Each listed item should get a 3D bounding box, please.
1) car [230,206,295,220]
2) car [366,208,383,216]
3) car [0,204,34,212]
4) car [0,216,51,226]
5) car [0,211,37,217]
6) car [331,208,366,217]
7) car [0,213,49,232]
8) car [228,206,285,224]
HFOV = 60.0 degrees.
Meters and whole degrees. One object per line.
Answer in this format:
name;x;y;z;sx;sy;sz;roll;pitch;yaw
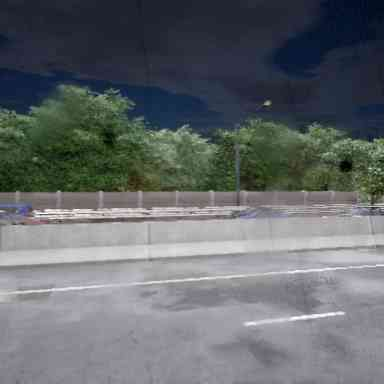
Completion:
car;5.775;2.071;27.201;5.357;1.411;2.033;0;-1;-14
car;14.252;1.879;22.136;4.181;1.385;1.994;0;-1;-14
car;-13.399;1.869;22.260;5.566;2.045;2.150;0;-1;-14
car;-9.395;2.067;16.052;4.718;1.301;1.895;0;-1;-14
car;-10.650;2.077;19.342;4.674;1.442;1.812;0;-1;-14
car;13.134;1.946;25.454;5.357;1.411;2.033;0;-1;-14
car;-13.754;2.328;25.766;4.718;1.301;1.895;0;-1;-14
car;5.940;2.107;30.855;4.892;1.490;1.837;0;-1;-14
